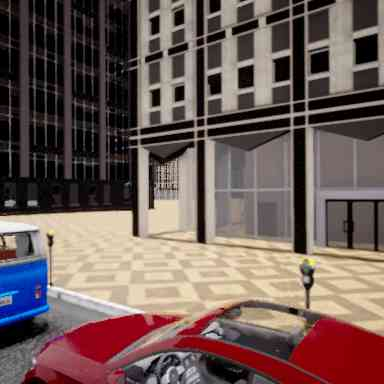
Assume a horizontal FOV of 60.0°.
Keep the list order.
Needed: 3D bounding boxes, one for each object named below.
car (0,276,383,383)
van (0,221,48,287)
[{"bbox_3d":[0.350,1.587,2.629,4.206,1.307,1.802,0,0,36],"label":"car"},{"bbox_3d":[-4.257,1.371,5.923,3.998,1.788,1.690,0,0,36],"label":"van"}]
